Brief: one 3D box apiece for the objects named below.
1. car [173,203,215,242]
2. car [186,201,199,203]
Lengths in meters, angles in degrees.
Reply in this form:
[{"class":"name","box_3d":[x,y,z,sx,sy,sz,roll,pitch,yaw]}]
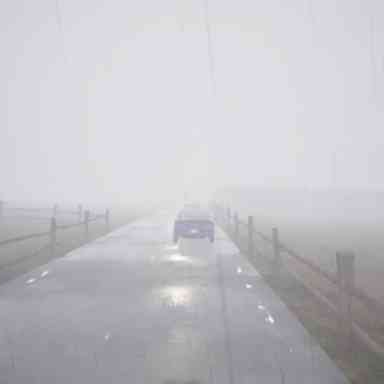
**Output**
[{"class":"car","box_3d":[0.086,1.549,16.818,1.882,1.535,5.008,0,0,0]},{"class":"car","box_3d":[0.077,1.721,37.224,2.128,1.511,4.902,0,-1,0]}]
